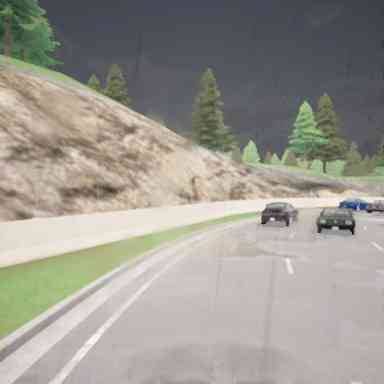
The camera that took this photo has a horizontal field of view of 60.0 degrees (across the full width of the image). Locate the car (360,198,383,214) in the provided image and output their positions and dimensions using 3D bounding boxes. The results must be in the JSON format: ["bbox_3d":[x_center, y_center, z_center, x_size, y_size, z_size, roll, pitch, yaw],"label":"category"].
[{"bbox_3d":[19.344,1.497,33.503,5.357,1.411,2.033,0,0,-40],"label":"car"}]

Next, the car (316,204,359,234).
[{"bbox_3d":[8.274,1.562,18.991,1.895,1.301,4.718,0,0,25],"label":"car"}]

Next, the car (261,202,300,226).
[{"bbox_3d":[6.156,1.444,22.899,1.837,1.490,4.892,0,0,28],"label":"car"}]

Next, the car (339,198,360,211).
[{"bbox_3d":[18.445,1.410,37.456,5.008,1.535,1.882,0,0,-40],"label":"car"}]
